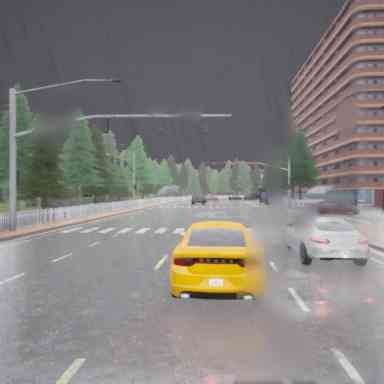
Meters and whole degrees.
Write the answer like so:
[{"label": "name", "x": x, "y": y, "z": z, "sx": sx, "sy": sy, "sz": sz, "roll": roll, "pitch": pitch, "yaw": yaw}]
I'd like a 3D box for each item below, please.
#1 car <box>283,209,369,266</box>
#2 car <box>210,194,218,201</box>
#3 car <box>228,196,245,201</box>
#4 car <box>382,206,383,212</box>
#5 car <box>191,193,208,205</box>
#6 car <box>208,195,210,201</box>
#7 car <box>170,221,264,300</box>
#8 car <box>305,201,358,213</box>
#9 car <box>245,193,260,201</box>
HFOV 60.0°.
[{"label": "car", "x": 4.428, "y": 1.525, "z": 11.497, "sx": 1.812, "sy": 1.442, "sz": 4.674, "roll": 0, "pitch": 0, "yaw": 5}, {"label": "car", "x": 4.952, "y": 1.353, "z": 82.419, "sx": 2.097, "sy": 1.767, "sz": 4.553, "roll": 0, "pitch": 0, "yaw": 20}, {"label": "car", "x": 11.330, "y": 1.593, "z": 87.358, "sx": 1.895, "sy": 1.301, "sz": 4.718, "roll": 0, "pitch": 0, "yaw": 34}, {"label": "car", "x": 22.429, "y": 1.559, "z": 34.501, "sx": 4.892, "sy": 1.490, "sz": 1.837, "roll": 0, "pitch": 0, "yaw": 5}, {"label": "car", "x": 1.158, "y": 1.220, "z": 59.437, "sx": 2.150, "sy": 2.045, "sz": 5.566, "roll": 0, "pitch": 0, "yaw": 5}, {"label": "car", "x": 2.070, "y": 1.351, "z": 69.505, "sx": 2.097, "sy": 1.767, "sz": 4.553, "roll": 0, "pitch": 0, "yaw": 5}, {"label": "car", "x": 0.651, "y": 1.477, "z": 8.462, "sx": 1.882, "sy": 1.535, "sz": 5.008, "roll": 0, "pitch": 0, "yaw": 5}, {"label": "car", "x": 13.214, "y": 1.579, "z": 31.646, "sx": 4.674, "sy": 1.442, "sz": 1.812, "roll": 0, "pitch": 1, "yaw": 11}, {"label": "car", "x": 15.130, "y": 1.498, "z": 86.809, "sx": 1.837, "sy": 1.490, "sz": 4.892, "roll": 0, "pitch": 0, "yaw": 34}]
